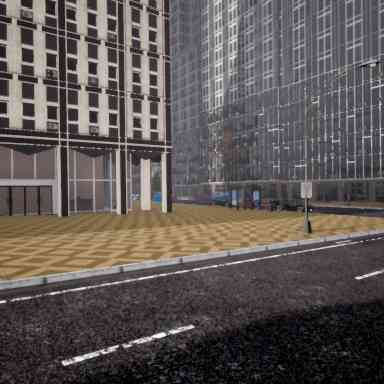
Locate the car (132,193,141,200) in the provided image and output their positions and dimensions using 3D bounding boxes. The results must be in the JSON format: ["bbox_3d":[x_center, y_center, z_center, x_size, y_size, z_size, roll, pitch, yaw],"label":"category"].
[{"bbox_3d":[-11.619,1.039,68.085,2.008,1.369,4.403,0,1,-34],"label":"car"}]

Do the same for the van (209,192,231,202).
[{"bbox_3d":[4.928,0.855,58.744,1.690,1.788,3.998,0,1,-34],"label":"van"}]

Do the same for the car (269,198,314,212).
[{"bbox_3d":[10.747,1.424,35.182,1.947,1.339,4.313,0,1,-34],"label":"car"}]

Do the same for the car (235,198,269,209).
[{"bbox_3d":[7.550,1.388,39.884,1.802,1.307,4.206,0,1,-34],"label":"car"}]

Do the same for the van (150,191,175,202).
[{"bbox_3d":[-5.197,0.937,58.703,1.690,1.788,3.998,0,1,-34],"label":"van"}]

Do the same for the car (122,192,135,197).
[{"bbox_3d":[-17.544,0.688,91.577,2.008,1.369,4.403,0,1,-34],"label":"car"}]

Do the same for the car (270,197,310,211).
[{"bbox_3d":[11.401,1.353,39.035,1.994,1.385,4.181,-1,1,-34],"label":"car"}]

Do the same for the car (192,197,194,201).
[{"bbox_3d":[1.718,1.043,63.437,1.802,1.307,4.206,0,1,-34],"label":"car"}]

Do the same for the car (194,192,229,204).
[{"bbox_3d":[2.999,1.201,51.319,2.033,1.411,5.357,-1,1,-34],"label":"car"}]

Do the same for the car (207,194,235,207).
[{"bbox_3d":[4.388,1.319,44.606,1.947,1.339,4.313,0,1,-34],"label":"car"}]

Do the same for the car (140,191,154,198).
[{"bbox_3d":[-11.124,0.686,82.196,1.967,1.590,4.097,0,1,-34],"label":"car"}]

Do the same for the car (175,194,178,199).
[{"bbox_3d":[-4.703,0.936,72.818,1.802,1.307,4.206,0,1,-34],"label":"car"}]

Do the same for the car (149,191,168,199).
[{"bbox_3d":[-7.914,0.615,77.505,2.192,1.841,5.009,0,1,-34],"label":"car"}]
